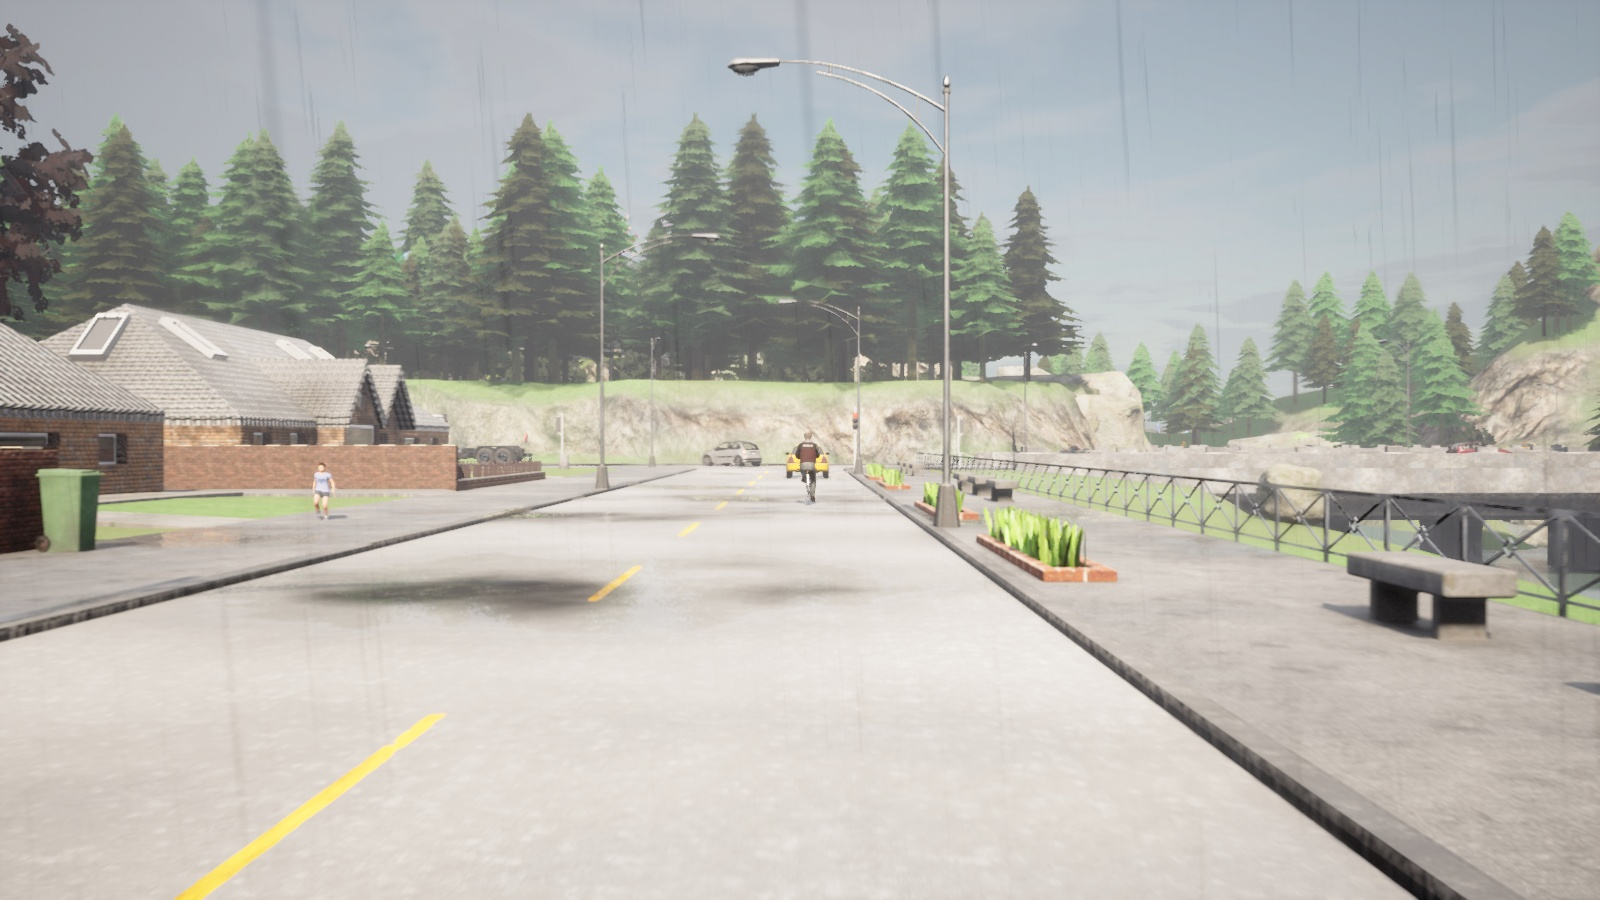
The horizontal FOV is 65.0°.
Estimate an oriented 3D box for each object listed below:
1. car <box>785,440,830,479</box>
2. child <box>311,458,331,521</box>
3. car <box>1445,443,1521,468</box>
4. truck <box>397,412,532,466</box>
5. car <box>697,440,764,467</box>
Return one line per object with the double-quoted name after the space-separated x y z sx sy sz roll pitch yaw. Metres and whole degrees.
0.323 0.384 53.590 1.801 1.575 5.366 0 0 0 "car"
-8.623 0.702 22.597 0.255 1.110 0.394 0 0 -7 "child"
41.755 0.325 76.813 3.705 1.549 1.789 0 0 0 "car"
-21.650 -0.711 81.216 7.936 3.462 2.891 0 0 1 "truck"
-4.391 0.195 79.112 3.988 1.617 1.851 0 0 40 "car"
